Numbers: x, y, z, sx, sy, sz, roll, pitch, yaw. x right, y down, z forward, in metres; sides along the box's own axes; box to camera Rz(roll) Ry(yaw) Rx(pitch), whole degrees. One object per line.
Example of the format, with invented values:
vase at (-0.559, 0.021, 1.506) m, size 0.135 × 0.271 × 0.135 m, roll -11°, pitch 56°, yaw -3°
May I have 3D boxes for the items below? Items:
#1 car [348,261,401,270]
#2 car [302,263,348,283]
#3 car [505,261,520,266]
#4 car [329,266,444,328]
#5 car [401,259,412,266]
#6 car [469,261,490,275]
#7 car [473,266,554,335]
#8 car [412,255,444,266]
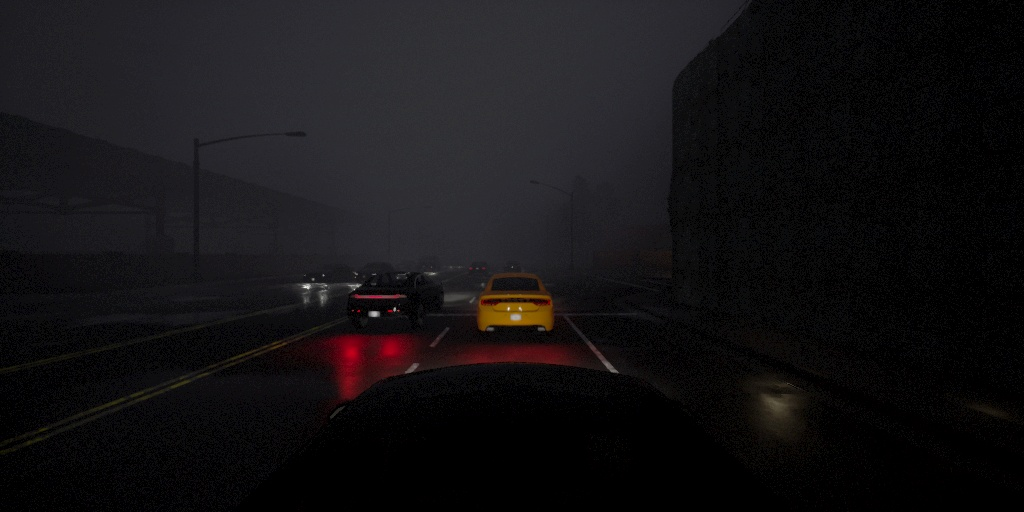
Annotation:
car at (-10.629, 1.235, 28.134) m, size 1.837 × 1.490 × 4.892 m, roll 0°, pitch 0°, yaw 0°
car at (-14.130, 1.278, 28.127) m, size 2.033 × 1.411 × 5.357 m, roll 0°, pitch 0°, yaw 0°
car at (0.052, 1.282, 44.084) m, size 1.994 × 1.385 × 4.181 m, roll 0°, pitch 0°, yaw 0°
car at (-3.424, 1.234, 11.378) m, size 2.128 × 1.511 × 4.902 m, roll 0°, pitch 0°, yaw 0°
car at (-14.142, 1.207, 48.285) m, size 2.128 × 1.511 × 4.902 m, roll 0°, pitch 0°, yaw 0°
car at (-3.440, 1.270, 38.012) m, size 2.033 × 1.411 × 5.357 m, roll 0°, pitch 0°, yaw 0°
car at (0.081, 1.221, 10.495) m, size 1.882 × 1.535 × 5.008 m, roll 0°, pitch 0°, yaw 0°
car at (-10.647, 0.937, 46.066) m, size 2.150 × 2.045 × 5.566 m, roll 0°, pitch 0°, yaw 0°
